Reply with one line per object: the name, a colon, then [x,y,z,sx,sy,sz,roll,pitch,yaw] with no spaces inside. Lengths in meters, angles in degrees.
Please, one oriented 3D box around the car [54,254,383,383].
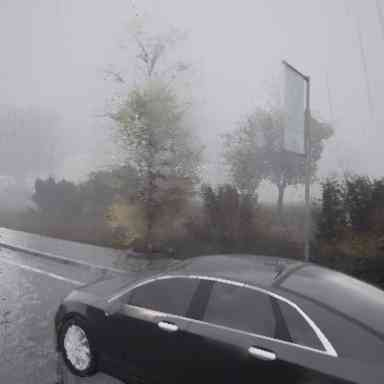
car: [0.320,1.518,3.906,4.892,1.490,1.837,0,0,36]
